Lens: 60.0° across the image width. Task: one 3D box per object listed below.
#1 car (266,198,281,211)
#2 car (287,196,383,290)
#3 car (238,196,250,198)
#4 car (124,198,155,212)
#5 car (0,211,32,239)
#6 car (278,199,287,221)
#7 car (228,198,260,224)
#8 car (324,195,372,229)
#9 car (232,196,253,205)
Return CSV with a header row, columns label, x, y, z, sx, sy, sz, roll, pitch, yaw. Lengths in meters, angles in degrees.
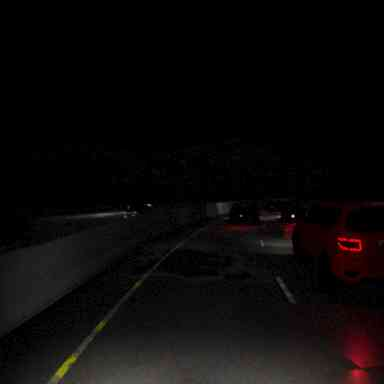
label,x,y,z,sx,sy,sz,roll,pitch,yaw
car,10.518,1.529,41.419,2.128,1.511,4.902,0,0,27
car,4.285,1.236,9.135,2.150,2.045,5.566,0,0,7
car,6.437,1.626,49.010,1.895,1.301,4.718,0,0,30
car,-6.101,1.477,39.105,2.128,1.511,4.902,0,0,22
car,-9.317,1.520,14.499,2.033,1.411,5.357,0,0,9
car,8.293,1.534,27.129,1.837,1.490,4.892,0,0,18
car,4.061,1.493,25.276,1.882,1.535,5.008,0,0,16
car,10.694,1.258,23.237,2.150,2.045,5.566,0,0,16
car,9.115,1.543,59.694,1.837,1.490,4.892,0,0,36
